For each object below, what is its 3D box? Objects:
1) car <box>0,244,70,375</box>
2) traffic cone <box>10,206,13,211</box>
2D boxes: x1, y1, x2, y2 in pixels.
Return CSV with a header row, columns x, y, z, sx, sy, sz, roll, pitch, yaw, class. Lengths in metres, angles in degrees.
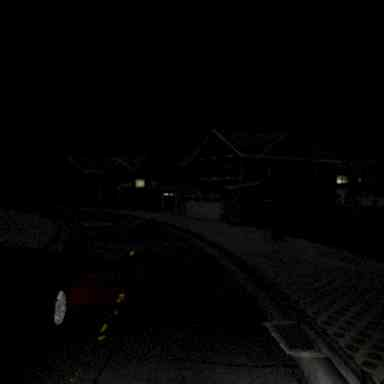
x,y,z,sx,sy,sz,roll,pitch,yaw,class
-3.019,1.465,3.961,1.882,1.535,5.008,0,0,-3,car
-19.524,1.843,35.965,0.340,0.580,0.340,0,1,45,traffic cone
